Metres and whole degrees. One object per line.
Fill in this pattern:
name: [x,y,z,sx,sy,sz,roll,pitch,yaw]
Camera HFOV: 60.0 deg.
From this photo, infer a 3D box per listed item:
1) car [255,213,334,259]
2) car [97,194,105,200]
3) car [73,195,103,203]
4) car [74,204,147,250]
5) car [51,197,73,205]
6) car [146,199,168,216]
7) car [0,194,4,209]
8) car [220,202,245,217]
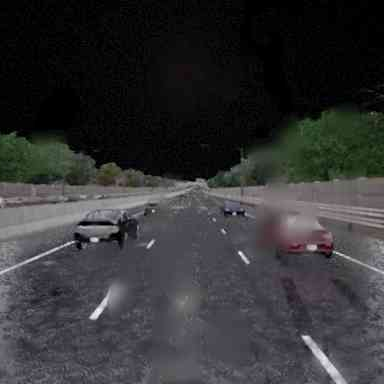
car: [3.601,1.489,12.280,1.812,1.442,4.674,0,0,0]
car: [-20.997,1.265,75.099,1.812,1.442,4.674,0,0,0]
car: [-14.076,1.510,45.375,1.895,1.301,4.718,0,0,0]
car: [-3.399,1.451,14.029,2.128,1.511,4.902,0,0,0]
car: [-17.571,1.456,45.874,2.033,1.411,5.357,0,0,0]
car: [-3.399,1.429,31.656,1.837,1.490,4.892,0,0,0]
car: [-21.087,1.148,33.145,2.150,2.045,5.566,0,0,0]
car: [3.601,1.526,30.424,1.895,1.301,4.718,0,0,0]
